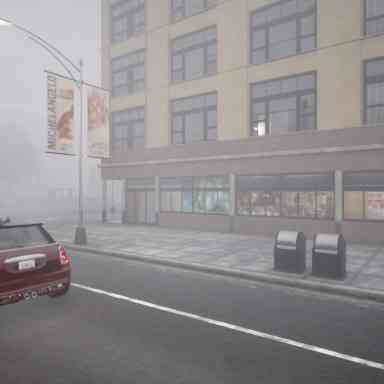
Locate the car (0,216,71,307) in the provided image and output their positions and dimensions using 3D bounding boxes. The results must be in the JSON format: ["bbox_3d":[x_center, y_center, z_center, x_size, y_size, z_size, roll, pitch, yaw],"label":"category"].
[{"bbox_3d":[-4.756,1.352,7.367,4.553,1.767,2.097,0,0,36],"label":"car"}]
